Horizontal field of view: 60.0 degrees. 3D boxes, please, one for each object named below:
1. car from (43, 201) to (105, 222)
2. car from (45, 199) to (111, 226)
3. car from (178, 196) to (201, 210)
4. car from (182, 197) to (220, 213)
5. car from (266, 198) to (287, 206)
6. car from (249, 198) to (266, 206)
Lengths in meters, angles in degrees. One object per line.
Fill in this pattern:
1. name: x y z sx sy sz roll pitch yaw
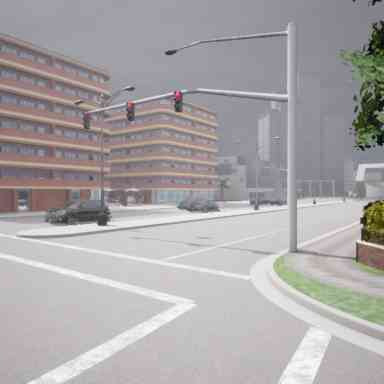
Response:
1. car: -9.646 1.526 27.612 1.812 1.442 4.674 0 0 36
2. car: -8.063 1.352 23.816 2.097 1.767 4.553 0 0 36
3. car: 0.217 1.351 41.135 2.097 1.767 4.553 0 0 36
4. car: 1.285 1.564 36.663 1.994 1.385 4.181 0 0 36
5. car: 14.363 1.601 54.449 1.895 1.301 4.718 0 0 36
6. car: 11.563 1.604 56.548 1.895 1.301 4.718 0 0 36
